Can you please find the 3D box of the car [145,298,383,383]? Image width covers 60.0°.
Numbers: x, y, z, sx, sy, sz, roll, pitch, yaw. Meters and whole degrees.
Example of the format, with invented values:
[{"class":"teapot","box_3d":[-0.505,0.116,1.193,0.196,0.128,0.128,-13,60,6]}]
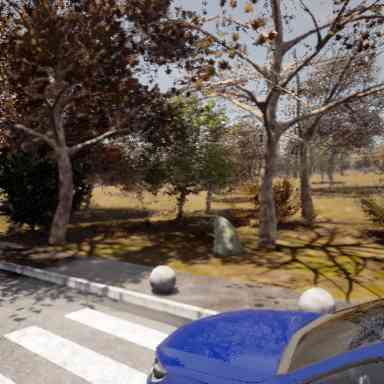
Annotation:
[{"class":"car","box_3d":[1.734,1.525,2.326,4.674,1.442,1.812,-1,0,36]}]
